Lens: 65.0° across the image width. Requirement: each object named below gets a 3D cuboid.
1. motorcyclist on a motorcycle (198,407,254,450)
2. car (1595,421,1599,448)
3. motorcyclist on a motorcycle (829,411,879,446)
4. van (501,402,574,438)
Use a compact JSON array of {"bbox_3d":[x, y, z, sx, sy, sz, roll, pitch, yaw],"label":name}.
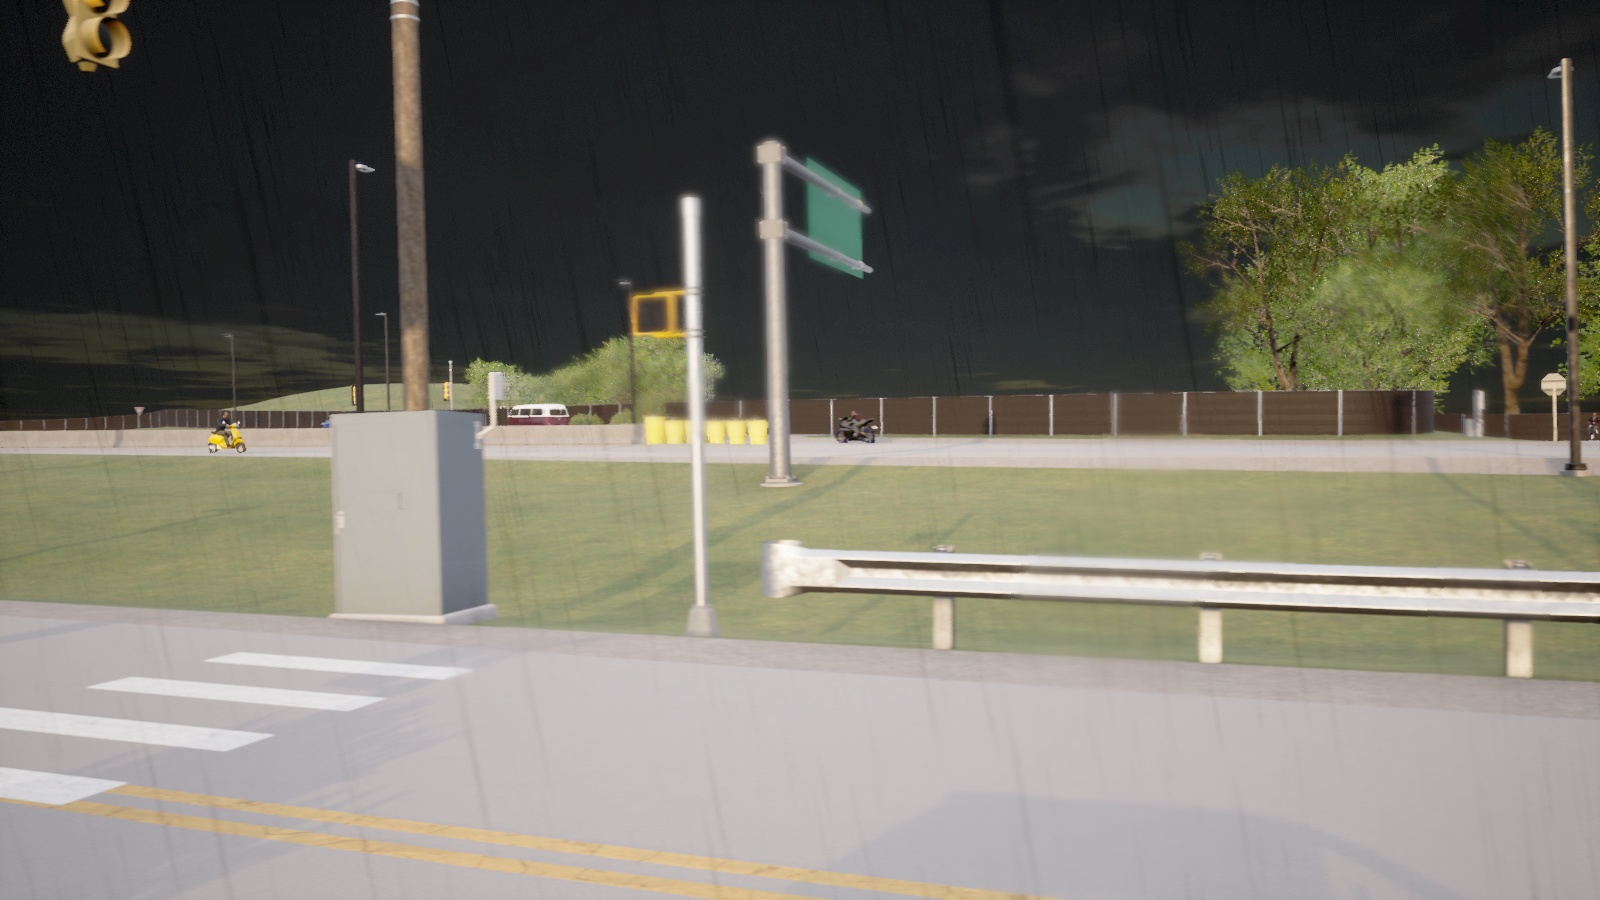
[{"bbox_3d":[-21.728,-0.822,47.550,1.817,1.590,0.866,0,1,19],"label":"motorcyclist on a motorcycle"},{"bbox_3d":[41.569,-0.821,62.566,2.033,1.411,5.357,0,0,18],"label":"car"},{"bbox_3d":[2.439,-0.988,57.258,2.191,1.530,0.866,1,2,39],"label":"motorcyclist on a motorcycle"},{"bbox_3d":[-15.392,-1.784,73.604,2.069,2.038,4.480,-2,3,-45],"label":"van"}]
